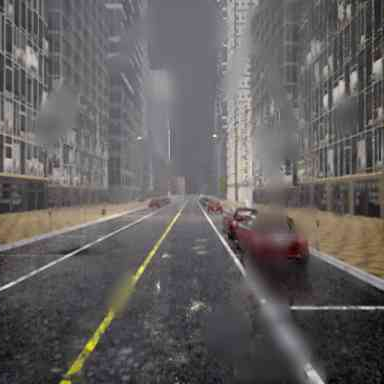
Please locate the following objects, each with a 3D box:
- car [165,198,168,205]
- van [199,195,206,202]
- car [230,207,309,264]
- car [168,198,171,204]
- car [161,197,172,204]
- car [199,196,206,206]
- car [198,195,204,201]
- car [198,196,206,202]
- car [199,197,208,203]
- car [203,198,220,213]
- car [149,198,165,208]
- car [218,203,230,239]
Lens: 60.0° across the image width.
[{"bbox_3d":[-5.685,1.874,57.616,1.802,1.307,4.206,0,0,0],"label":"car"},{"bbox_3d":[2.698,1.748,86.071,1.690,1.788,3.998,0,0,0],"label":"van"},{"bbox_3d":[2.692,1.508,12.070,1.967,1.590,4.097,0,0,0],"label":"car"},{"bbox_3d":[-5.684,1.885,69.001,1.887,1.381,4.507,0,0,0],"label":"car"},{"bbox_3d":[-5.684,1.929,74.694,1.947,1.339,4.313,0,0,0],"label":"car"},{"bbox_3d":[2.695,1.858,57.608,1.947,1.339,4.313,0,0,0],"label":"car"},{"bbox_3d":[2.696,1.906,68.992,1.947,1.339,4.313,0,0,0],"label":"car"},{"bbox_3d":[2.699,1.867,91.762,1.967,1.590,4.097,0,0,0],"label":"car"},{"bbox_3d":[2.697,1.951,80.376,1.947,1.339,4.313,0,0,0],"label":"car"},{"bbox_3d":[2.694,1.761,40.531,1.887,1.381,4.507,0,0,0],"label":"car"},{"bbox_3d":[-5.685,1.812,51.923,1.887,1.381,4.507,0,0,0],"label":"car"},{"bbox_3d":[2.692,1.539,17.762,1.967,1.590,4.097,0,0,0],"label":"car"}]
